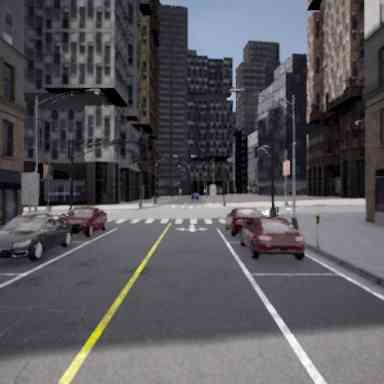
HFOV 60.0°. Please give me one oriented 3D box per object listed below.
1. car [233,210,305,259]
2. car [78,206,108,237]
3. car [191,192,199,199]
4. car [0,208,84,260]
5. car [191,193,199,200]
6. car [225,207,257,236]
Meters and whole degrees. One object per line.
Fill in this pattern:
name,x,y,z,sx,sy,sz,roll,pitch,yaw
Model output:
car,2.778,1.538,12.071,1.802,1.307,4.206,1,0,0
car,-5.744,1.479,17.685,1.887,1.381,4.507,1,0,0
car,0.926,0.958,91.914,2.097,1.767,4.553,0,0,1
car,-5.747,1.506,12.076,2.008,1.369,4.403,1,0,0
car,0.757,1.222,81.492,1.882,1.535,5.008,0,0,1
car,2.781,1.480,17.680,1.887,1.381,4.507,1,0,0
